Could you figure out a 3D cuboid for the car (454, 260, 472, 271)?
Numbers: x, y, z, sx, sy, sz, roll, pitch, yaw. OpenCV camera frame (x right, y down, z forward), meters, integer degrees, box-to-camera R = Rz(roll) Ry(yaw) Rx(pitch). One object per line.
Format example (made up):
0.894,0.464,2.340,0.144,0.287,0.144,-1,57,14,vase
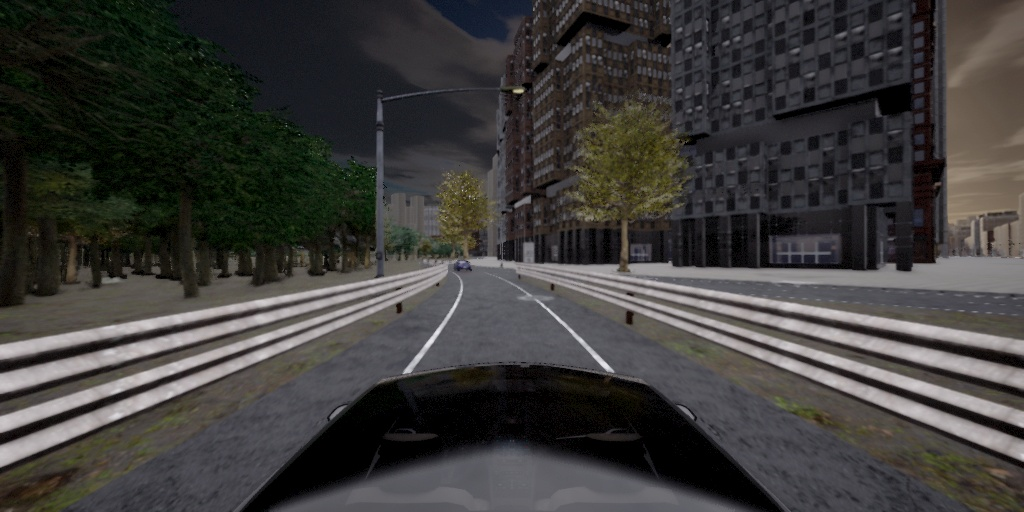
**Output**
-6.549,1.242,47.411,1.812,1.442,4.674,0,0,-16,car
